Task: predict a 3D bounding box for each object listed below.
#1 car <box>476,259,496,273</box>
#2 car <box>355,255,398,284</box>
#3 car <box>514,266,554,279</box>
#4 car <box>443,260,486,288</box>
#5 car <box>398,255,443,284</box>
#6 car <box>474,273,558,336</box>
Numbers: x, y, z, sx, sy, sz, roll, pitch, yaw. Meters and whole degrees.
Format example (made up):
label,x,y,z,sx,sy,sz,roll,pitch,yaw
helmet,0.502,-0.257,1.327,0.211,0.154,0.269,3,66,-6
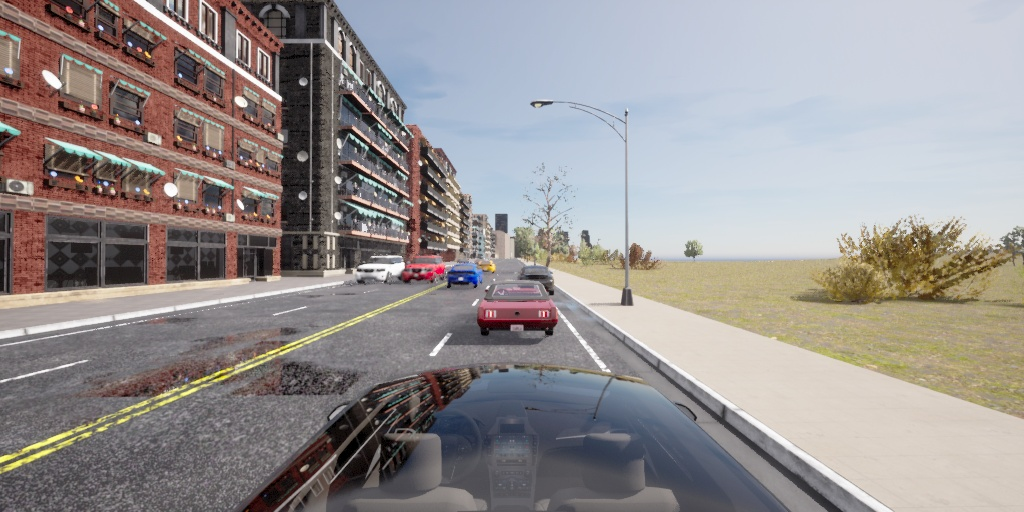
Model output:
label,x,y,z,sx,sy,sz,roll,pitch,yaw
car,-2.981,1.231,42.391,1.882,1.535,5.008,0,0,0
car,-9.744,0.975,27.069,2.150,2.045,5.566,0,0,0
car,1.211,1.258,19.589,1.837,1.490,4.892,0,0,0
car,-3.058,1.231,24.015,1.882,1.535,5.008,0,0,0
car,-6.495,0.975,27.111,2.150,2.045,5.566,0,0,0
car,0.135,1.353,10.388,1.895,1.301,4.718,0,0,0
